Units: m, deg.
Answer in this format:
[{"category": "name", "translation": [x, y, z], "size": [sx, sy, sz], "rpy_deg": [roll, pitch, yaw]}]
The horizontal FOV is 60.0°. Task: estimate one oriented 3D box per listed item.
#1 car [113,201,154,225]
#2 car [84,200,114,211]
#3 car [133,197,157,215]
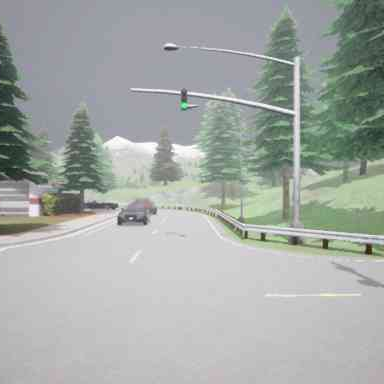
[{"category": "car", "translation": [-4.098, 1.560, 23.899], "size": [1.994, 1.385, 4.181], "rpy_deg": [0, 0, -2]}, {"category": "car", "translation": [-11.582, 1.601, 41.395], "size": [4.718, 1.301, 1.895], "rpy_deg": [0, 0, 14]}, {"category": "car", "translation": [-4.974, 1.347, 33.686], "size": [2.097, 1.767, 4.553], "rpy_deg": [0, 0, -19]}]
